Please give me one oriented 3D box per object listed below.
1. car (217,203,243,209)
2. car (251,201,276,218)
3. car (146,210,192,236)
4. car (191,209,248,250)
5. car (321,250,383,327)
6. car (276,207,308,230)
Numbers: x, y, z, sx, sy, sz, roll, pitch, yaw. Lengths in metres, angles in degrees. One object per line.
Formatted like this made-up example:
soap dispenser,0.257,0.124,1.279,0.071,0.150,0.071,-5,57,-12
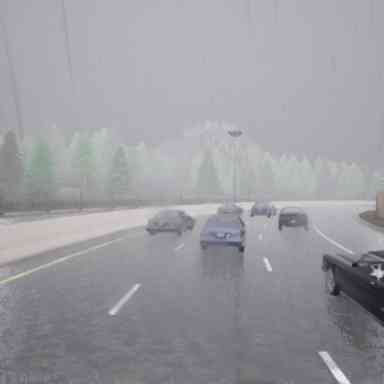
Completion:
car,4.233,1.949,36.381,2.033,1.411,5.357,0,-1,23
car,7.715,1.766,35.561,2.097,1.767,4.553,0,-1,23
car,-1.101,1.747,19.780,2.033,1.411,5.357,0,-1,12
car,1.530,1.715,15.186,2.033,1.411,5.357,0,-1,10
car,3.913,1.687,5.949,1.895,1.301,4.718,0,-1,4
car,7.098,1.763,23.521,1.882,1.535,5.008,0,-1,15
